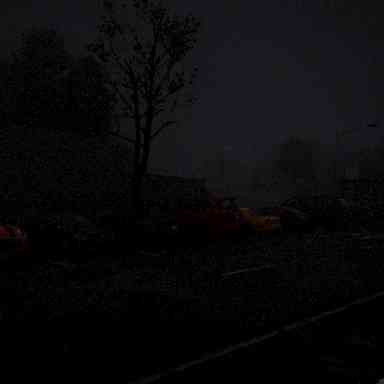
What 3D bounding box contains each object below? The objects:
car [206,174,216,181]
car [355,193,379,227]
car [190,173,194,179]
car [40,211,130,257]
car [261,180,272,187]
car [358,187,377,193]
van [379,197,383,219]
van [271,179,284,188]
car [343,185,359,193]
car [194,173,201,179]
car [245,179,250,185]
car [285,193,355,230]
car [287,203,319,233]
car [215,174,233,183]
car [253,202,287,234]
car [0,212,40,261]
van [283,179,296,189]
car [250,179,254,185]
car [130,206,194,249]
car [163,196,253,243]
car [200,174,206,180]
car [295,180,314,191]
[{"bbox_3d":[6.924,-3.697,87.246,2.435,2.045,5.566,7,3,34],"label":"car"},{"bbox_3d":[9.667,1.269,23.361,5.566,2.045,2.435,-1,-1,35],"label":"car"},{"bbox_3d":[1.619,-4.360,94.522,2.435,2.045,5.566,1,-1,34],"label":"car"},{"bbox_3d":[-5.051,1.495,12.932,4.892,1.521,2.231,-1,-1,34],"label":"car"},{"bbox_3d":[17.474,-1.810,72.708,1.946,1.575,5.366,7,3,35],"label":"car"},{"bbox_3d":[29.462,0.138,55.301,2.002,1.452,4.674,7,3,35],"label":"car"},{"bbox_3d":[12.203,1.298,25.034,4.442,1.987,1.878,-1,-1,35],"label":"van"},{"bbox_3d":[19.052,-1.762,69.979,1.878,1.987,4.442,7,4,35],"label":"van"},{"bbox_3d":[27.768,-0.424,57.771,2.435,2.045,5.566,7,3,35],"label":"car"},{"bbox_3d":[3.394,-4.083,92.177,2.185,1.767,4.553,4,1,33],"label":"car"},{"bbox_3d":[13.894,-2.315,77.486,2.002,1.452,4.674,7,3,35],"label":"car"},{"bbox_3d":[7.156,1.264,21.653,5.566,2.045,2.435,-1,-1,35],"label":"car"},{"bbox_3d":[4.731,1.550,19.892,4.674,1.452,2.002,-1,-1,35],"label":"car"},{"bbox_3d":[8.779,-3.174,84.989,1.946,1.575,5.366,7,3,34],"label":"car"},{"bbox_3d":[2.126,1.504,18.261,5.366,1.575,1.946,-1,-1,34],"label":"car"},{"bbox_3d":[-7.515,1.367,11.203,4.553,1.767,2.185,-1,-1,34],"label":"car"},{"bbox_3d":[20.784,-1.489,67.510,1.878,1.987,4.442,7,4,35],"label":"van"},{"bbox_3d":[15.640,-2.041,75.026,2.002,1.452,4.674,7,3,35],"label":"car"},{"bbox_3d":[-2.633,1.526,14.682,4.792,1.488,2.163,-1,-1,34],"label":"car"},{"bbox_3d":[-0.191,1.249,16.430,5.566,2.045,2.435,-1,-1,34],"label":"car"},{"bbox_3d":[5.127,-3.848,89.709,2.185,1.767,4.553,6,3,34],"label":"car"},{"bbox_3d":[22.547,-0.990,65.150,2.231,1.521,4.892,7,3,35],"label":"car"}]
